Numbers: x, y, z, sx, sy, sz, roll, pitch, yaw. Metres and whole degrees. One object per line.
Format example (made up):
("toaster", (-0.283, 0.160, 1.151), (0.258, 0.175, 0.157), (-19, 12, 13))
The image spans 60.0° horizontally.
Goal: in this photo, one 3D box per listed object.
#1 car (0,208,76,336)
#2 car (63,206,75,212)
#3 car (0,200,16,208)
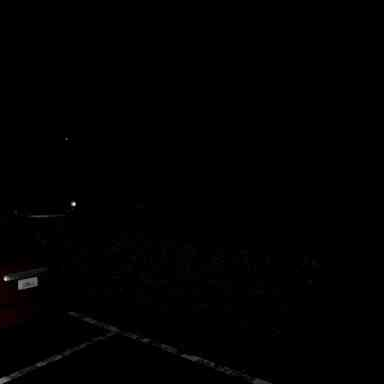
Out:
("car", (-4.142, 1.316, 5.907), (5.009, 1.841, 2.192), (0, -1, 36))
("car", (-12.163, 1.838, 37.951), (1.895, 1.301, 4.718), (-1, -1, 36))
("car", (-18.239, 1.503, 29.766), (2.097, 1.767, 4.553), (-1, -1, 37))
